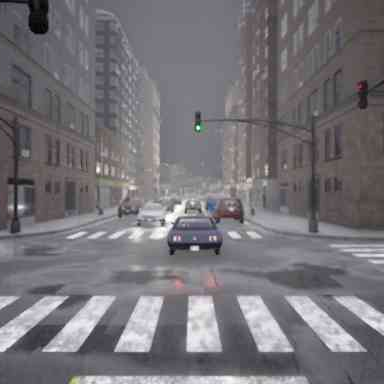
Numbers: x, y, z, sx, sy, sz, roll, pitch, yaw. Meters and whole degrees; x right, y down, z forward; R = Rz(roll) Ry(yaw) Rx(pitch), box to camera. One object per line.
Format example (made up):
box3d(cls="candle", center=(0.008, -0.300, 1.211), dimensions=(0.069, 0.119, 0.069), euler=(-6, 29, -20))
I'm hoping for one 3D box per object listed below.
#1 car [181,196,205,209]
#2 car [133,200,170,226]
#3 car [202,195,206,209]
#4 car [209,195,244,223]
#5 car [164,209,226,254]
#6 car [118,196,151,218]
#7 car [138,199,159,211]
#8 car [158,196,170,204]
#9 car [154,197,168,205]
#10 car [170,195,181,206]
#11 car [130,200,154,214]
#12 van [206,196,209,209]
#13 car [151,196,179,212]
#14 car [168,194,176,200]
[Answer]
box3d(cls="car", center=(0.111, 1.554, 37.676), dimensions=(2.033, 1.411, 5.357), euler=(0, 0, 0))
box3d(cls="car", center=(-2.805, 1.530, 23.911), dimensions=(1.812, 1.442, 4.674), euler=(0, 0, -2))
box3d(cls="car", center=(2.701, 1.322, 41.678), dimensions=(2.192, 1.841, 5.009), euler=(0, 0, 0))
box3d(cls="car", center=(2.709, 1.320, 25.166), dimensions=(2.192, 1.841, 5.009), euler=(0, 0, 0))
box3d(cls="car", center=(0.099, 1.600, 13.417), dimensions=(1.895, 1.301, 4.718), euler=(0, 0, 0))
box3d(cls="car", center=(-5.409, 1.320, 30.671), dimensions=(2.192, 1.841, 5.009), euler=(0, 0, 0))
box3d(cls="car", center=(-5.401, 1.558, 41.679), dimensions=(2.008, 1.369, 4.403), euler=(0, 0, 0))
box3d(cls="car", center=(-5.385, 1.554, 63.694), dimensions=(1.887, 1.381, 4.507), euler=(0, 0, 0))
box3d(cls="car", center=(-5.389, 1.554, 58.190), dimensions=(1.887, 1.381, 4.507), euler=(0, 0, 0))
box3d(cls="car", center=(-2.756, 1.610, 56.789), dimensions=(1.895, 1.301, 4.718), euler=(0, 0, 0))
box3d(cls="car", center=(-5.405, 1.572, 36.175), dimensions=(1.947, 1.339, 4.313), euler=(0, 0, 0))
box3d(cls="van", center=(2.703, 1.347, 36.174), dimensions=(1.690, 1.788, 3.998), euler=(0, 0, 0))
box3d(cls="car", center=(-2.830, 1.498, 36.400), dimensions=(2.128, 1.511, 4.902), euler=(0, 0, 0))
box3d(cls="car", center=(-5.365, 1.454, 91.213), dimensions=(1.967, 1.590, 4.097), euler=(0, 0, 0))
